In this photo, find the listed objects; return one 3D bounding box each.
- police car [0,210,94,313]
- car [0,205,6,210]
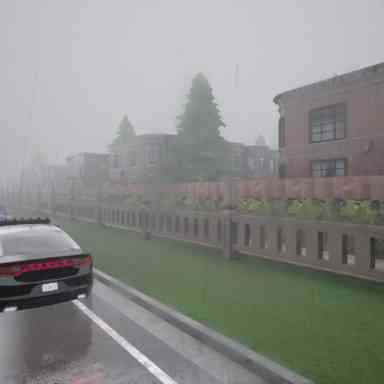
[{"bbox_3d":[-3.958,1.425,7.785,1.930,1.638,5.238,0,0,-36],"label":"police car"},{"bbox_3d":[-9.780,1.351,15.743,2.097,1.767,4.553,0,0,-36],"label":"car"}]
